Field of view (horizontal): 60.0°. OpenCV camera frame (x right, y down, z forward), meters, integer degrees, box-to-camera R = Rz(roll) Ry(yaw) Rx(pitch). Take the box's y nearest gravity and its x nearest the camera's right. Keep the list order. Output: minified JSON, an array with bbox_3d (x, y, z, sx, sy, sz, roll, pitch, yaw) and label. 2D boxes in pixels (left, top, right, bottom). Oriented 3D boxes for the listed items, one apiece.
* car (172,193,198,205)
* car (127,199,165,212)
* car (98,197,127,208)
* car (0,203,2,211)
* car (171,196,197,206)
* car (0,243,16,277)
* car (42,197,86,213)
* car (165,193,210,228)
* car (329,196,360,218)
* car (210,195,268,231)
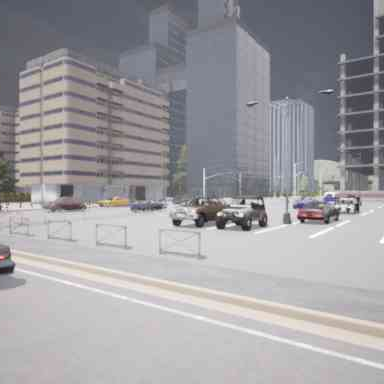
[{"bbox_3d":[-1.262,1.240,62.198,2.150,2.045,5.566,0,0,34],"label":"car"},{"bbox_3d":[-4.806,1.576,37.923,1.895,1.301,4.718,0,0,34],"label":"car"},{"bbox_3d":[-11.148,1.443,47.637,1.882,1.535,5.008,0,0,34],"label":"car"},{"bbox_3d":[-21.342,1.444,32.484,1.882,1.535,5.008,0,0,34],"label":"car"},{"bbox_3d":[-1.316,1.475,55.927,1.837,1.490,4.892,0,0,34],"label":"car"},{"bbox_3d":[-6.743,1.538,8.721,5.357,1.411,2.033,0,0,35],"label":"car"},{"bbox_3d":[-14.159,1.320,36.876,2.097,1.767,4.553,0,0,34],"label":"car"},{"bbox_3d":[0.626,1.142,20.959,1.932,1.855,4.605,0,0,34],"label":"car"},{"bbox_3d":[15.019,1.389,32.246,1.970,1.475,3.806,0,0,34],"label":"car"},{"bbox_3d":[2.993,1.148,19.292,1.905,1.878,3.866,0,0,34],"label":"car"}]
